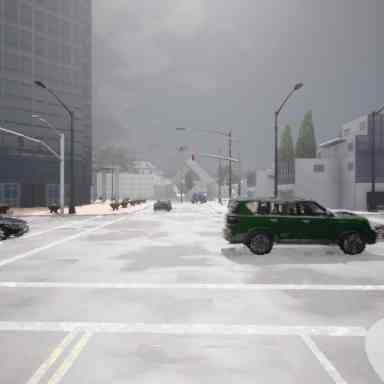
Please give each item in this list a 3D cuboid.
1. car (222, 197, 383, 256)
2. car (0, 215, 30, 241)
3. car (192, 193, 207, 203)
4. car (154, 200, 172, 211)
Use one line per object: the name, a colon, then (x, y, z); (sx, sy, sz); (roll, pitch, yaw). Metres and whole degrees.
car: (3.926, 1.224, 12.757); (5.566, 2.045, 2.150); (0, 0, 0)
car: (-10.451, 1.580, 16.204); (4.674, 1.442, 1.812); (0, 0, -1)
car: (1.517, 1.221, 69.570); (2.150, 2.045, 5.566); (0, 0, 15)
car: (-3.615, 1.601, 41.563); (1.895, 1.301, 4.718); (0, 0, 0)
